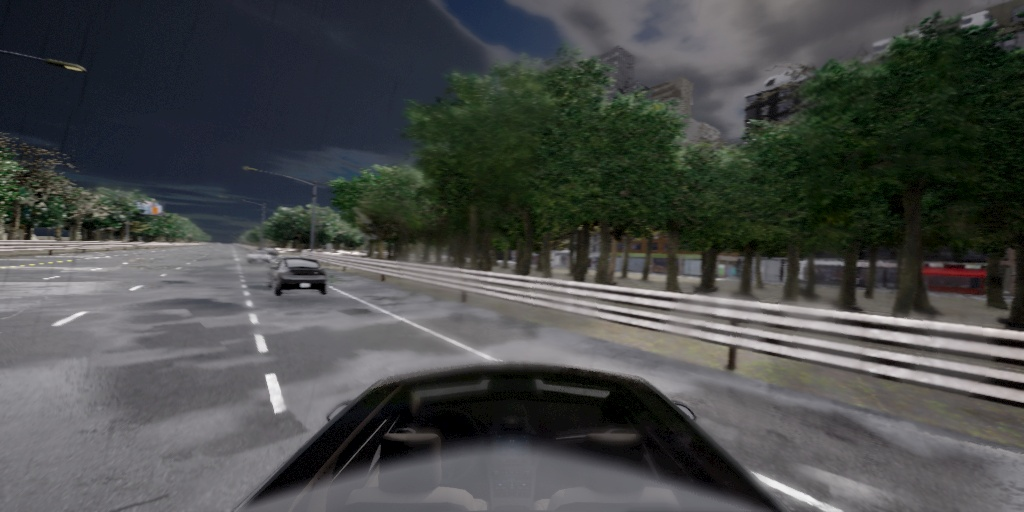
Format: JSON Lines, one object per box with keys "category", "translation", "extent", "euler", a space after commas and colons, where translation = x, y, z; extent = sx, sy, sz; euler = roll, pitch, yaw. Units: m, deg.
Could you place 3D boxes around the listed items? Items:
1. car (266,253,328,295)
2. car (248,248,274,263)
{"category": "car", "translation": [-9.538, 0.826, 15.898], "extent": [1.837, 1.490, 4.892], "euler": [3, 0, -38]}
{"category": "car", "translation": [-27.349, 0.115, 38.782], "extent": [1.895, 1.301, 4.718], "euler": [3, 0, -38]}
